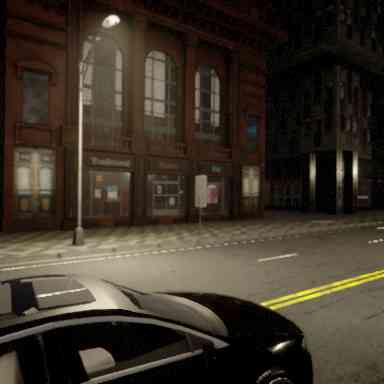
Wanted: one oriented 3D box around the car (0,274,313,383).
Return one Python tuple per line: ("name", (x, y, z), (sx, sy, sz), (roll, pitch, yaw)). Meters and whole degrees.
("car", (-1.007, 1.496, 2.721), (4.902, 1.511, 2.128), (0, 0, -35))
